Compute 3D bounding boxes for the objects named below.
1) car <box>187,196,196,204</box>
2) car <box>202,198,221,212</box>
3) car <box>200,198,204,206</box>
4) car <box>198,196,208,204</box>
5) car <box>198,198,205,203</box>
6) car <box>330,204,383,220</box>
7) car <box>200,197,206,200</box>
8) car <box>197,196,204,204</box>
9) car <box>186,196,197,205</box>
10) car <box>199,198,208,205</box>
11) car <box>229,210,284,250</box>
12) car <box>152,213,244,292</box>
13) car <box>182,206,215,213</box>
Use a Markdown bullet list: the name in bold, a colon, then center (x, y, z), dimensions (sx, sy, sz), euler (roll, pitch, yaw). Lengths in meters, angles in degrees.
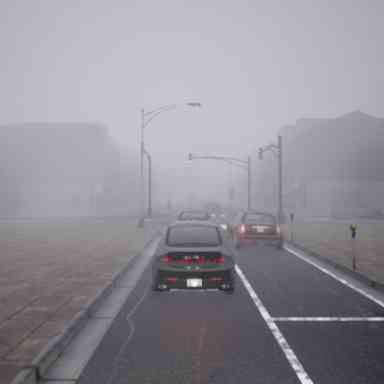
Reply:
- **car**: center (-0.166, 1.929, 82.354), dimensions (2.150, 2.045, 5.566), euler (0, -1, 0)
- **car**: center (2.572, 1.800, 41.398), dimensions (1.947, 1.339, 4.313), euler (1, -1, 0)
- **car**: center (2.560, 1.849, 46.835), dimensions (1.947, 1.339, 4.313), euler (1, -1, 0)
- **car**: center (2.498, 1.979, 79.462), dimensions (2.192, 1.841, 5.009), euler (1, -1, 0)
- **car**: center (2.470, 2.399, 90.334), dimensions (1.802, 1.307, 4.206), euler (1, -1, 0)
- **car**: center (14.505, 1.720, 29.504), dimensions (4.181, 1.385, 1.994), euler (0, -2, 0)
- **car**: center (2.550, 1.863, 52.442), dimensions (1.752, 1.417, 4.829), euler (1, -1, 0)
- **car**: center (2.527, 2.024, 63.147), dimensions (1.947, 1.339, 4.313), euler (1, -1, 0)
- **car**: center (-0.131, 1.791, 71.945), dimensions (2.150, 2.045, 5.566), euler (0, -1, 0)
- **car**: center (2.505, 2.120, 74.191), dimensions (1.752, 1.417, 4.829), euler (1, -1, 0)
- **car**: center (2.632, 1.502, 14.652), dimensions (1.967, 1.590, 4.097), euler (2, 0, 0)
- **car**: center (0.016, 1.542, 8.984), dimensions (1.837, 1.490, 4.892), euler (0, 0, -1)
- **car**: center (0.188, 1.682, 18.501), dimensions (1.895, 1.301, 4.718), euler (0, 0, 4)
